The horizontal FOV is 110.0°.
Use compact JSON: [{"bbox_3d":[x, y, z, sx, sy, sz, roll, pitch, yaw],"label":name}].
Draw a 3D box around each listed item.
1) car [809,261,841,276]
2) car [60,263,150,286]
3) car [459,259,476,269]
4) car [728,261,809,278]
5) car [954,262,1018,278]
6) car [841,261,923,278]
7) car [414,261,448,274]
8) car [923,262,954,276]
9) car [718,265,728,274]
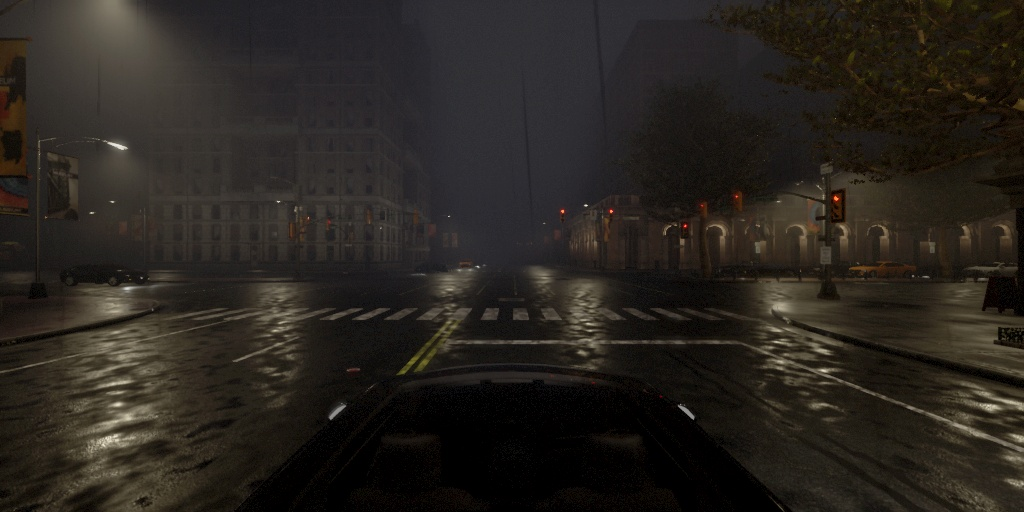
[{"bbox_3d":[32.886,1.241,35.872,4.902,1.511,2.128,0,0,0],"label":"car"},{"bbox_3d":[-27.647,1.255,24.430,4.892,1.490,1.837,0,0,0],"label":"car"},{"bbox_3d":[-7.172,1.228,56.255,1.882,1.535,5.008,0,0,0],"label":"car"},{"bbox_3d":[23.088,1.297,32.412,5.357,1.411,2.033,0,0,0],"label":"car"},{"bbox_3d":[43.571,1.276,32.312,4.674,1.442,1.812,0,0,1],"label":"car"},{"bbox_3d":[33.330,1.228,32.367,5.008,1.535,1.882,0,0,0],"label":"car"},{"bbox_3d":[-9.294,1.314,41.490,1.994,1.385,4.181,0,0,29],"label":"car"},{"bbox_3d":[42.935,1.314,35.816,4.181,1.385,1.994,0,0,0],"label":"car"},{"bbox_3d":[23.289,1.241,35.911,4.902,1.511,2.128,0,0,0],"label":"car"}]
